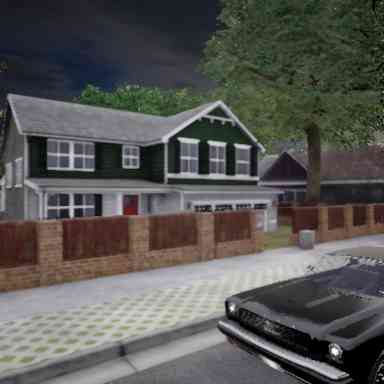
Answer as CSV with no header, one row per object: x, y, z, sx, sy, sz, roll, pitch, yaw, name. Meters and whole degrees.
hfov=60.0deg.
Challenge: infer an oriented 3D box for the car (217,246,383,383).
2.681,1.589,4.980,4.718,1.301,1.895,0,0,-35,car
